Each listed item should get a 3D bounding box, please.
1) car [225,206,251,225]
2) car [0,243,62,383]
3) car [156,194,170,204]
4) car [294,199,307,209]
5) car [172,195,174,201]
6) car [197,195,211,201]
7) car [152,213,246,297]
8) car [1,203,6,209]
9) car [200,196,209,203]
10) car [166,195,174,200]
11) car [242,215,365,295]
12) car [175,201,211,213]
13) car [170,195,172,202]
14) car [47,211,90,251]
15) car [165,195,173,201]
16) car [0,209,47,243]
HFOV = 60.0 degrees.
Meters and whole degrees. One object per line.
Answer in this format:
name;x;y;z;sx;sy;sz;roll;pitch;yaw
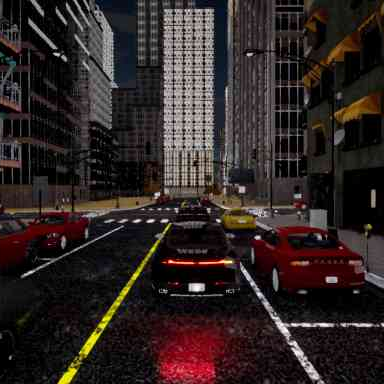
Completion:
car;2.644;1.522;19.805;1.752;1.417;4.829;-1;0;0
car;-3.103;1.547;2.560;2.033;1.411;5.357;0;0;0
car;-5.818;1.540;63.147;1.887;1.381;4.507;-1;0;0
car;14.178;1.254;38.782;4.507;1.381;1.887;-1;1;-1
car;-5.842;1.311;74.266;2.192;1.841;5.009;-1;0;0
car;2.561;1.435;63.161;1.967;1.590;4.097;-1;0;0
car;0.082;1.503;8.518;1.837;1.490;4.892;0;0;0
car;-23.921;1.744;38.386;4.097;1.590;1.967;-1;1;-1
car;2.551;1.520;68.891;1.752;1.417;4.829;-1;0;0
car;-5.871;1.541;90.944;1.887;1.381;4.507;-1;0;0
car;2.666;1.543;8.589;1.887;1.381;4.507;-1;0;0
car;0.061;1.475;18.791;1.882;1.535;5.008;0;0;0
car;-5.831;1.310;68.707;2.192;1.841;5.009;-1;0;0
car;-5.725;1.542;14.110;1.887;1.381;4.507;-1;0;0
car;-5.861;1.521;85.215;1.752;1.417;4.829;-1;0;0
car;-5.716;1.439;8.586;1.967;1.590;4.097;-1;0;0
